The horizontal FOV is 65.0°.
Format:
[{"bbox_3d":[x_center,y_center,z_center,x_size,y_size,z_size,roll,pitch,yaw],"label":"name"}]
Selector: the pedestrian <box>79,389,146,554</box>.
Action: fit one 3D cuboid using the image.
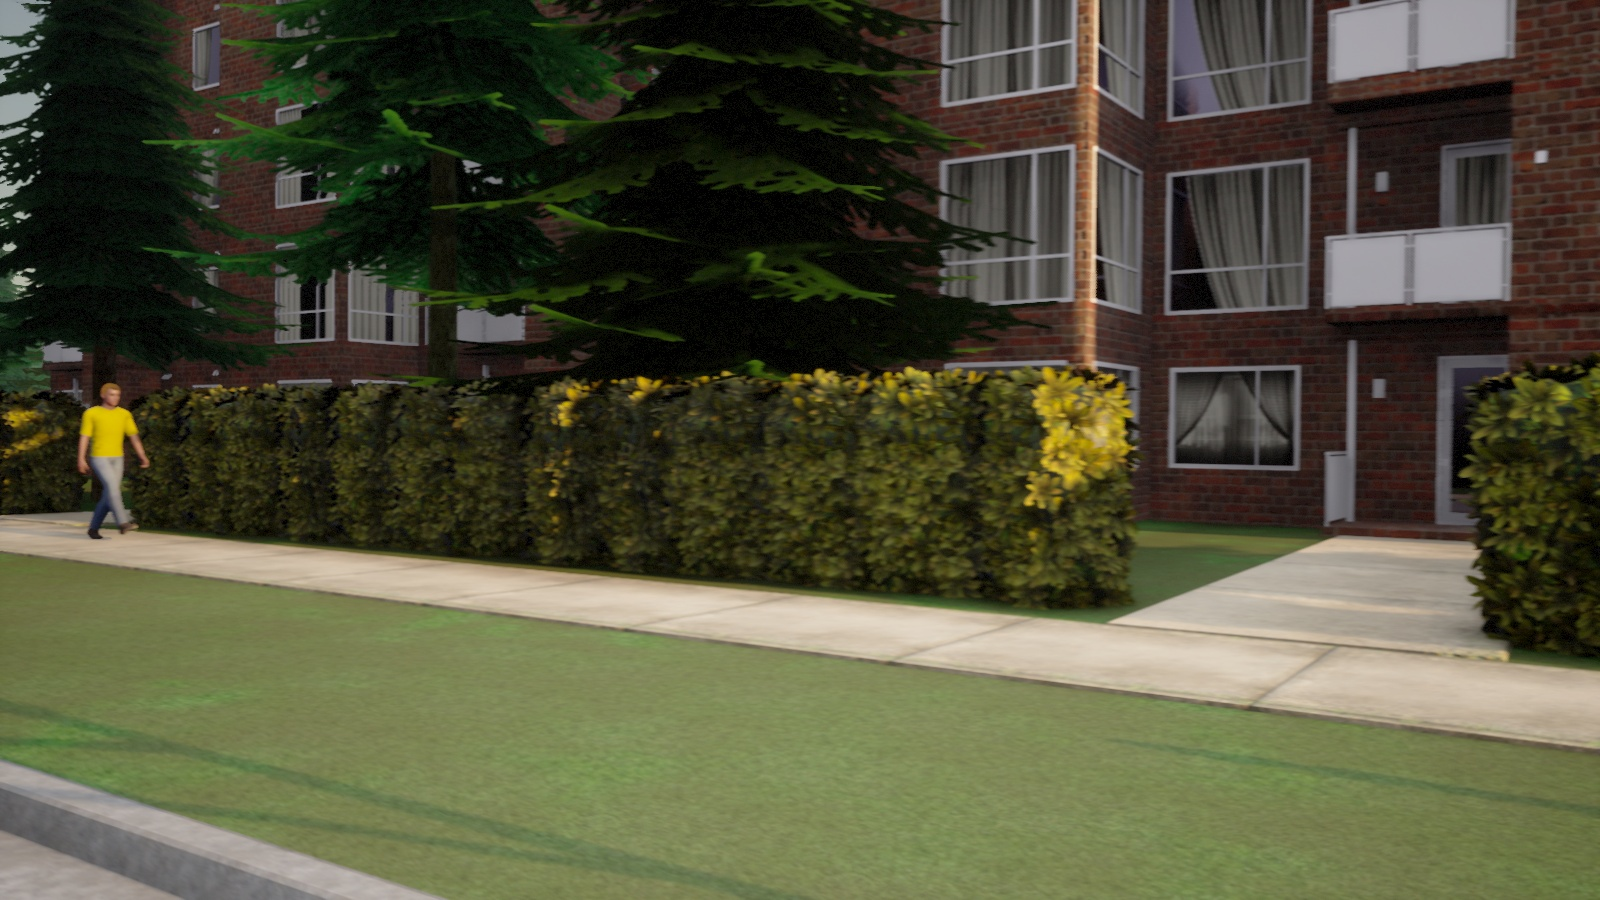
[{"bbox_3d":[-7.823,0.235,14.296,0.706,1.836,0.354,0,1,33],"label":"pedestrian"}]
